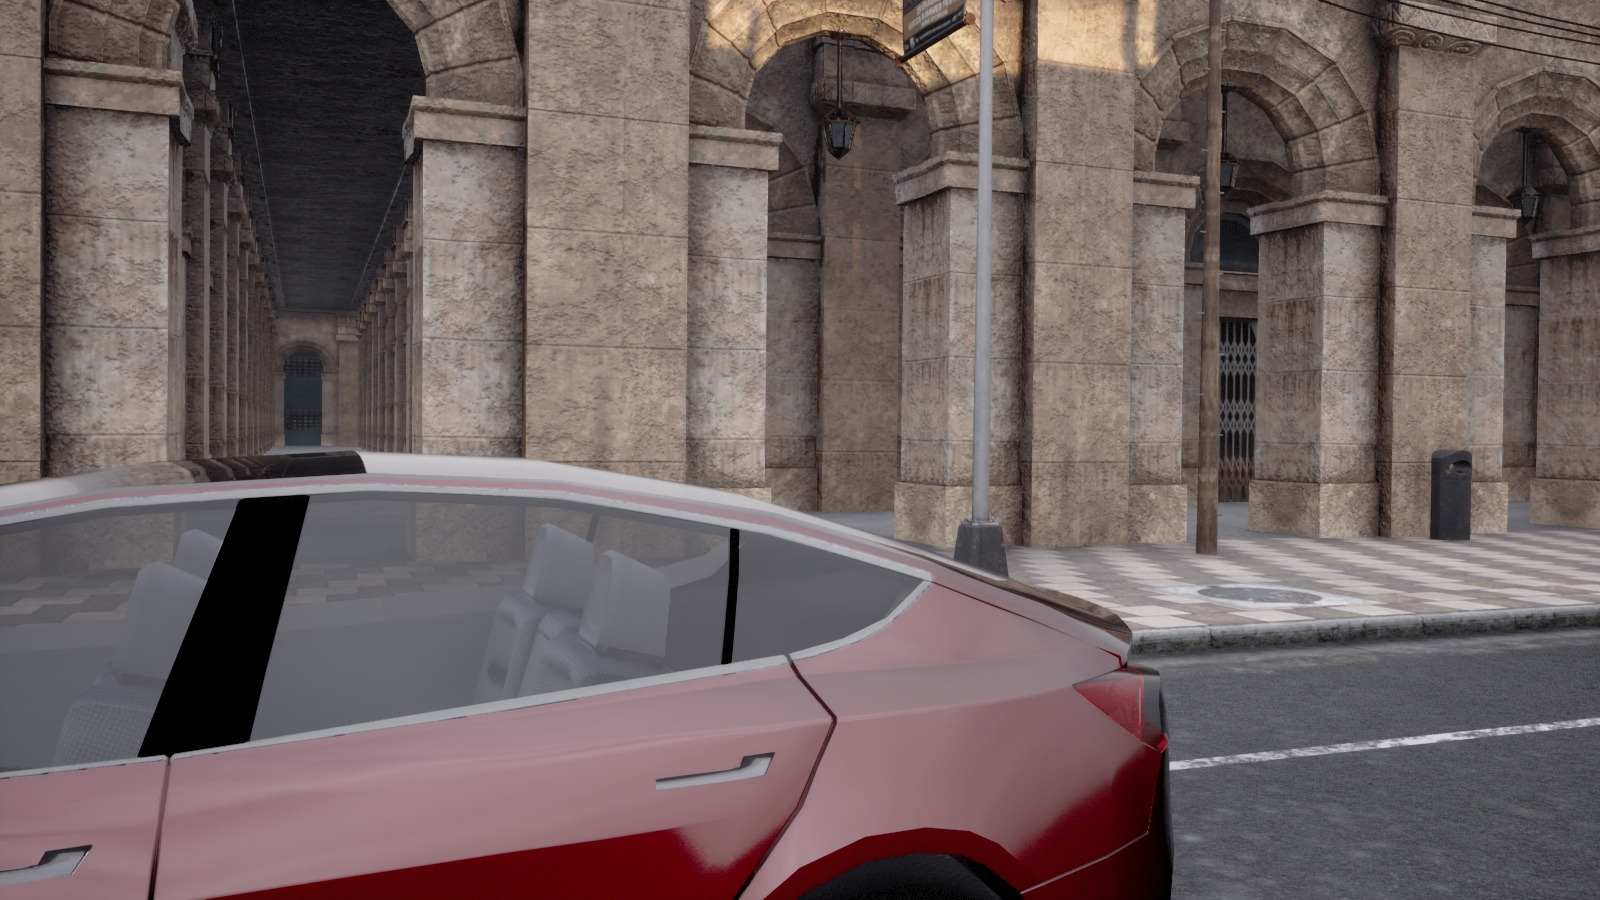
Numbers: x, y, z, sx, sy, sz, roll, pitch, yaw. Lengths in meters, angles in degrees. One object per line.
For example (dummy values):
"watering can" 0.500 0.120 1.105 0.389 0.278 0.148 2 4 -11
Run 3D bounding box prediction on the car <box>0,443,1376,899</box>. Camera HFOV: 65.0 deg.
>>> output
"car" -1.450 0.769 2.707 4.792 1.488 2.163 -1 1 -21
